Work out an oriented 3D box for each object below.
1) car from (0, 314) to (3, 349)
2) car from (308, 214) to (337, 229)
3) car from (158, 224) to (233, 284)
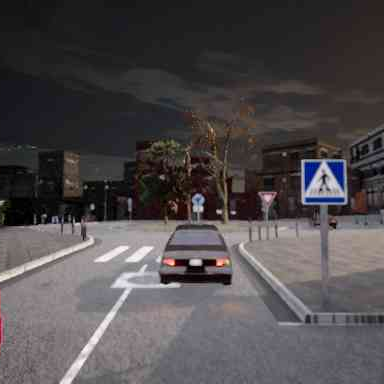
[{"bbox_3d":[-3.082,1.217,1.244,2.150,2.045,5.566,0,0,0],"label":"car"},{"bbox_3d":[12.141,2.716,31.273,1.895,1.301,4.718,-1,-3,11],"label":"car"},{"bbox_3d":[0.131,1.661,9.842,2.033,1.411,5.357,0,-1,1],"label":"car"}]
